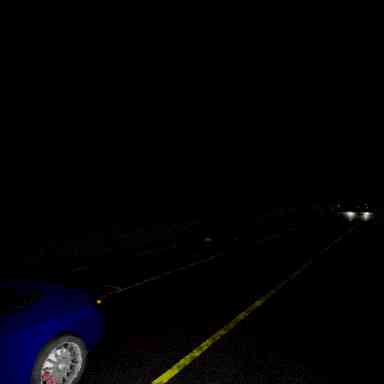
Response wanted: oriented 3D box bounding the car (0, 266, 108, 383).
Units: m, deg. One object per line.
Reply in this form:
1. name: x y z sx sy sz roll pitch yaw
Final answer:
1. car: -2.848 1.526 2.994 1.812 1.442 4.674 0 0 32

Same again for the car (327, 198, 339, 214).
1. car: 13.448 1.567 34.165 1.947 1.339 4.313 0 0 32

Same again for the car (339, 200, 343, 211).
1. car: 16.359 1.442 38.861 1.967 1.590 4.097 0 0 32

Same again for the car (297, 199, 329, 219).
1. car: 10.538 1.583 29.468 1.802 1.307 4.206 0 0 32

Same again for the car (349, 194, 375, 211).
1. car: 20.611 1.330 40.658 2.150 2.045 5.566 0 0 32

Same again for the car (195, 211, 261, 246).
1. car: 1.807 1.566 15.379 1.947 1.339 4.313 0 0 32
